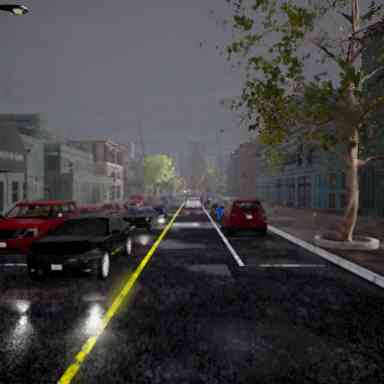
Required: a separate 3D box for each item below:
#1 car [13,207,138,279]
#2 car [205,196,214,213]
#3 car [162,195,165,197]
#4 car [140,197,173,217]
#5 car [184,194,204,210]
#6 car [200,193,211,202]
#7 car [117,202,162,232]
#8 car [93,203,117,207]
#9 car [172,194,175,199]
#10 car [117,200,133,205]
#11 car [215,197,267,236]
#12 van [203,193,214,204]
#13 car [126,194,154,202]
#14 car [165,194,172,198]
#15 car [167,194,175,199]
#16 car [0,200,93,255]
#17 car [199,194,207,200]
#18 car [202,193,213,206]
[{"bbox_3d":[-3.091,1.430,10.085,1.882,1.535,5.008,0,0,0],"label":"car"},{"bbox_3d":[2.708,1.421,34.628,2.008,1.369,4.403,0,0,0],"label":"car"},{"bbox_3d":[-5.664,1.333,51.264,1.887,1.381,4.507,0,0,0],"label":"car"},{"bbox_3d":[-3.063,1.441,29.667,1.994,1.385,4.181,0,0,0],"label":"car"},{"bbox_3d":[0.120,1.369,40.180,1.812,1.442,4.674,0,0,0],"label":"car"},{"bbox_3d":[2.723,1.056,67.891,2.192,1.841,5.009,0,0,0],"label":"car"},{"bbox_3d":[-3.086,1.516,19.766,1.895,1.301,4.718,0,0,0],"label":"car"},{"bbox_3d":[-5.681,1.461,18.000,1.887,1.381,4.507,0,0,0],"label":"car"},{"bbox_3d":[-5.647,1.225,84.527,1.947,1.339,4.313,0,0,0],"label":"car"},{"bbox_3d":[-5.678,1.477,23.544,1.802,1.307,4.206,0,0,0],"label":"car"},{"bbox_3d":[2.698,1.248,17.995,2.192,1.841,5.009,0,0,0],"label":"car"},{"bbox_3d":[2.718,1.125,56.803,1.690,1.788,3.998,0,0,0],"label":"van"},{"bbox_3d":[-5.675,1.168,34.631,2.192,1.841,5.009,0,0,0],"label":"car"},{"bbox_3d":[-5.656,1.290,67.896,1.947,1.339,4.313,0,0,0],"label":"car"},{"bbox_3d":[-5.645,1.188,90.071,2.008,1.369,4.403,0,0,0],"label":"car"},{"bbox_3d":[-5.685,1.253,12.455,2.192,1.841,5.009,0,0,0],"label":"car"},{"bbox_3d":[2.732,1.226,84.524,2.008,1.369,4.403,0,0,0],"label":"car"},{"bbox_3d":[2.715,1.246,51.259,1.967,1.590,4.097,0,0,0],"label":"car"}]
